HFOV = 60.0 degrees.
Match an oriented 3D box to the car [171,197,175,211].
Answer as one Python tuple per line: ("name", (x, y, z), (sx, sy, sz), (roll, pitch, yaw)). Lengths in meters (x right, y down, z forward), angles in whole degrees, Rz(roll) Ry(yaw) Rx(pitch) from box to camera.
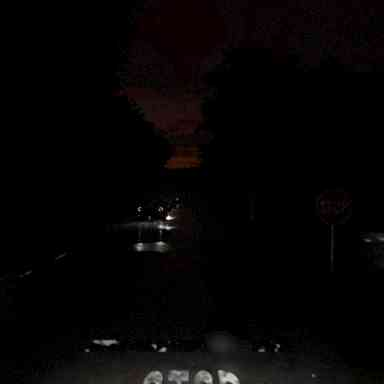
("car", (-3.150, 1.498, 35.920), (1.895, 1.301, 4.718), (0, 0, 0))

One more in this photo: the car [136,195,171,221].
("car", (-3.118, 1.274, 26.621), (2.097, 1.767, 4.553), (1, 0, 0))

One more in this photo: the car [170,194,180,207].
("car", (-3.161, 1.339, 45.323), (2.128, 1.511, 4.902), (0, 0, 0))

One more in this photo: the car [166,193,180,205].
("car", (-3.142, 1.132, 55.785), (2.097, 1.767, 4.553), (0, 0, 0))
